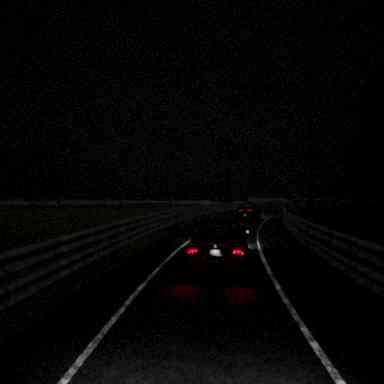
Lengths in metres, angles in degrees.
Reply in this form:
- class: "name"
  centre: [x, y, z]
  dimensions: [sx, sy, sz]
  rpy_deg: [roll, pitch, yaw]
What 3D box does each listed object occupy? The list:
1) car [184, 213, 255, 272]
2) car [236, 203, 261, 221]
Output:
- class: "car"
  centre: [0.948, 1.653, 11.235]
  dimensions: [2.033, 1.411, 5.357]
  rpy_deg: [0, -1, 8]
- class: "car"
  centre: [5.206, 1.785, 30.386]
  dimensions: [2.128, 1.511, 4.902]
  rpy_deg: [0, -1, 18]
